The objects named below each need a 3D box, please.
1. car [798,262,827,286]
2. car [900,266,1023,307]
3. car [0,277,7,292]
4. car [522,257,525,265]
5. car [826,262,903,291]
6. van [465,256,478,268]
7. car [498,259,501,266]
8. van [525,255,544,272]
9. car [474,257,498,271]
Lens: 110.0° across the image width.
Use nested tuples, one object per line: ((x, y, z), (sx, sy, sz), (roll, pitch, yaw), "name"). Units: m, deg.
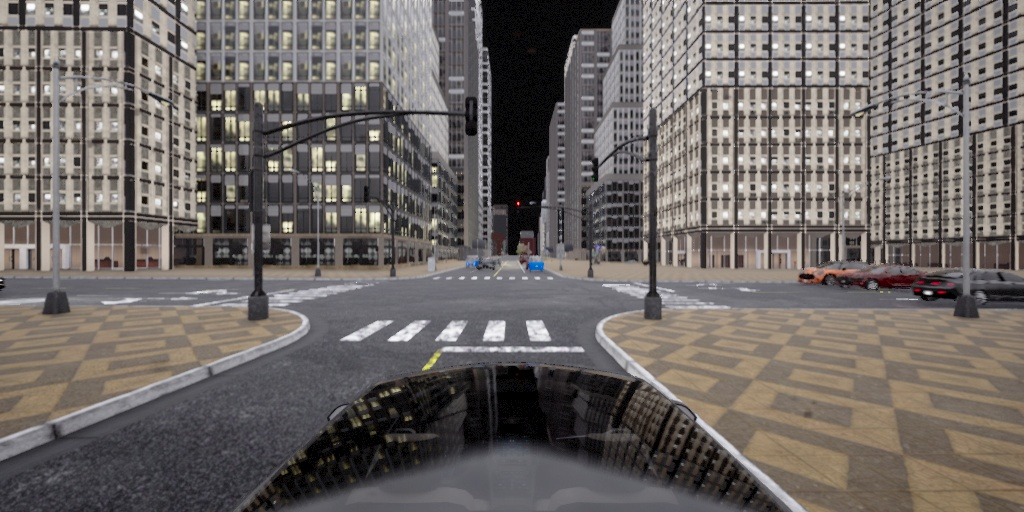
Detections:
((22.882, 1.184, 25.245), (4.553, 1.767, 2.097), (0, 0, -1), "car")
((20.144, 1.336, 15.338), (4.892, 1.490, 1.837), (0, 0, -1), "car")
((-23.837, 1.096, 14.444), (4.718, 1.301, 1.895), (0, 0, -1), "car")
((2.640, 1.083, 46.432), (1.888, 1.381, 4.507), (0, 0, 0), "car")
((22.758, 1.310, 21.992), (5.008, 1.535, 1.882), (0, 0, -1), "car")
((-5.739, 0.852, 52.006), (1.690, 1.789, 3.998), (0, 0, 0), "van")
((-3.035, 1.020, 63.503), (1.994, 1.385, 4.181), (0, 0, 1), "car")
((2.706, 0.905, 40.894), (1.690, 1.789, 3.998), (0, 0, 0), "van")
((-3.164, 1.108, 44.873), (1.994, 1.385, 4.181), (0, 0, 0), "car")
